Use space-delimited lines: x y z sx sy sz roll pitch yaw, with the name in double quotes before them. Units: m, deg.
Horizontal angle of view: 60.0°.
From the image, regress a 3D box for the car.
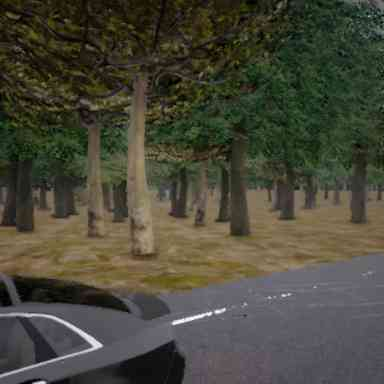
"car" -2.332 1.497 2.328 4.892 1.490 1.837 1 0 -35
